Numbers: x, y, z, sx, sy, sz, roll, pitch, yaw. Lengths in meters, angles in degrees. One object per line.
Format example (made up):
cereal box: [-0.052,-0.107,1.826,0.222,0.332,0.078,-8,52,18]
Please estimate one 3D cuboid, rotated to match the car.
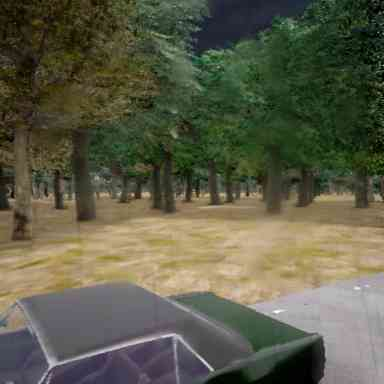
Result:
car: [-1.115,1.576,2.601,4.718,1.301,1.895,0,0,-35]
